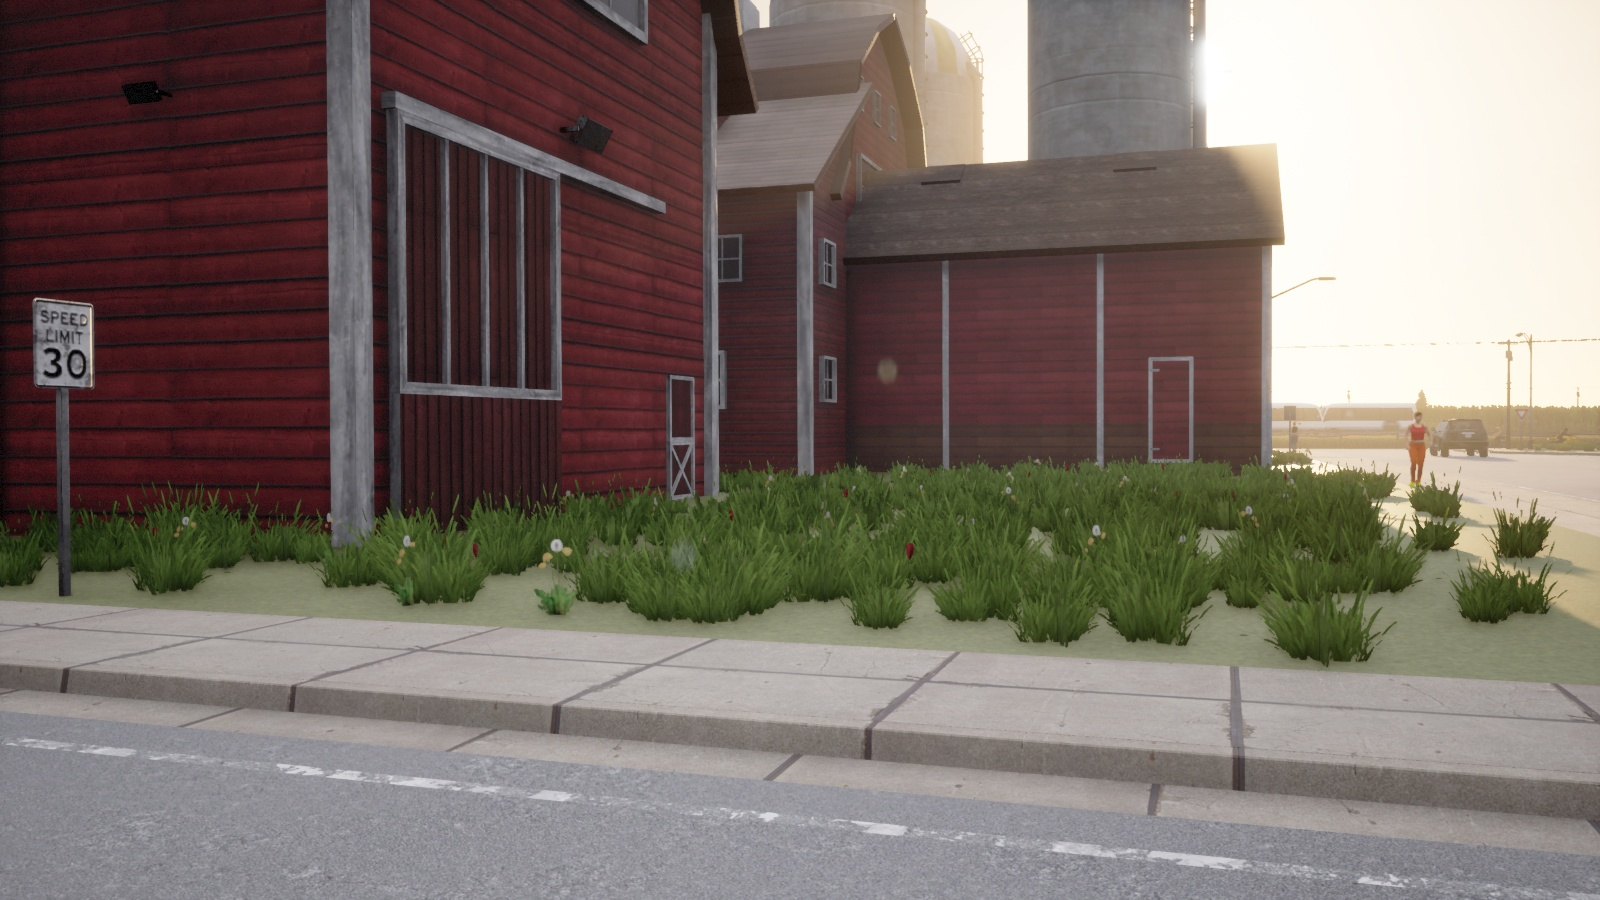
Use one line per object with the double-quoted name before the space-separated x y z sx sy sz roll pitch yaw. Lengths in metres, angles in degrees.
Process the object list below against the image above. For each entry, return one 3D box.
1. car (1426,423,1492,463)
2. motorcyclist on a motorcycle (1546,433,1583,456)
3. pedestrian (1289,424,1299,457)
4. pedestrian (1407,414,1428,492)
"car" 35.387 -0.404 67.567 2.150 2.045 5.566 1 1 18
"motorcyclist on a motorcycle" 51.735 -0.356 84.976 2.044 1.523 0.797 0 1 18
"pedestrian" 27.078 -0.518 68.817 0.345 1.836 0.594 0 1 7
"pedestrian" 14.576 0.062 29.638 0.345 1.836 0.594 1 1 18
